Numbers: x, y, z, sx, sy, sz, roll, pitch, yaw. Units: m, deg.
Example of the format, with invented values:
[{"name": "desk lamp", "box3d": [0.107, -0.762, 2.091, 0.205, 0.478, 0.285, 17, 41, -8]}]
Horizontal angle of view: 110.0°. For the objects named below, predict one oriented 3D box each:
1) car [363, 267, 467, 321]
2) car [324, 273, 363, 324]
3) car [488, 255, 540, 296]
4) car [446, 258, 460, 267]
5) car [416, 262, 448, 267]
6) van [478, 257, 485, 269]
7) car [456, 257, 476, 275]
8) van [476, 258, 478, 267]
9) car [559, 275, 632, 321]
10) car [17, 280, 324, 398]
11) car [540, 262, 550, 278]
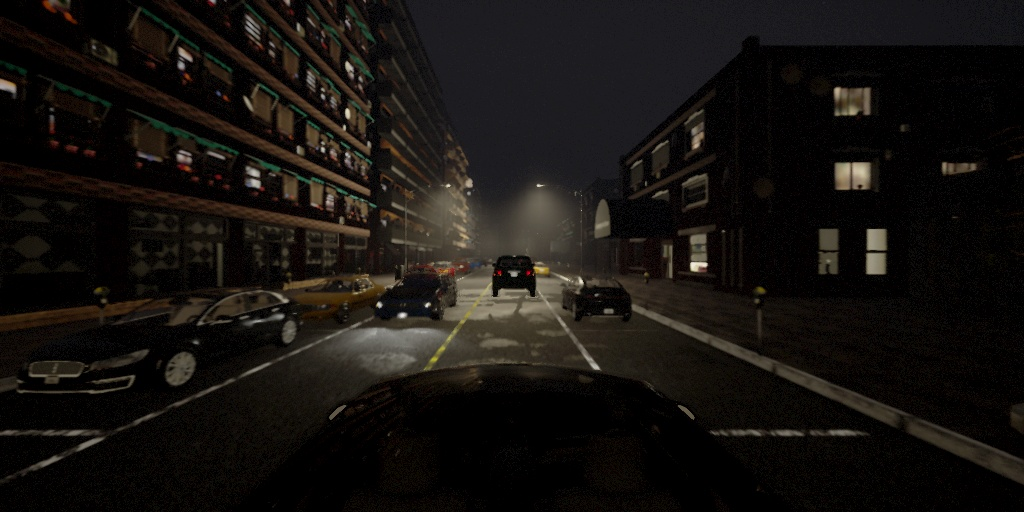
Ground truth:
[{"name": "car", "box3d": [-3.086, 1.298, 12.763, 2.033, 1.411, 5.357, 0, 0, 0]}, {"name": "car", "box3d": [-5.691, 1.275, 11.988, 1.751, 1.417, 4.829, 0, 0, 0]}, {"name": "car", "box3d": [0.099, 0.973, 19.438, 2.150, 2.045, 5.566, 0, 0, 0]}, {"name": "car", "box3d": [-5.693, 1.195, 28.775, 1.967, 1.591, 4.097, 0, 0, 0]}, {"name": "car", "box3d": [-5.692, 1.298, 23.237, 1.888, 1.381, 4.507, 0, 0, 0]}, {"name": "van", "box3d": [-5.695, 1.122, 56.471, 1.690, 1.789, 3.998, 0, 0, 0]}, {"name": "car", "box3d": [-5.694, 1.077, 39.854, 2.192, 1.841, 5.009, 0, 0, 0]}, {"name": "van", "box3d": [-5.694, 1.108, 45.394, 1.690, 1.789, 3.998, 0, 0, 0]}, {"name": "car", "box3d": [2.690, 1.301, 12.159, 2.007, 1.370, 4.403, 0, 0, 0]}, {"name": "car", "box3d": [-5.691, 1.300, 6.619, 2.007, 1.370, 4.403, 0, 0, 0]}, {"name": "car", "box3d": [2.687, 1.285, 34.486, 1.751, 1.417, 4.829, 0, 0, 0]}]
